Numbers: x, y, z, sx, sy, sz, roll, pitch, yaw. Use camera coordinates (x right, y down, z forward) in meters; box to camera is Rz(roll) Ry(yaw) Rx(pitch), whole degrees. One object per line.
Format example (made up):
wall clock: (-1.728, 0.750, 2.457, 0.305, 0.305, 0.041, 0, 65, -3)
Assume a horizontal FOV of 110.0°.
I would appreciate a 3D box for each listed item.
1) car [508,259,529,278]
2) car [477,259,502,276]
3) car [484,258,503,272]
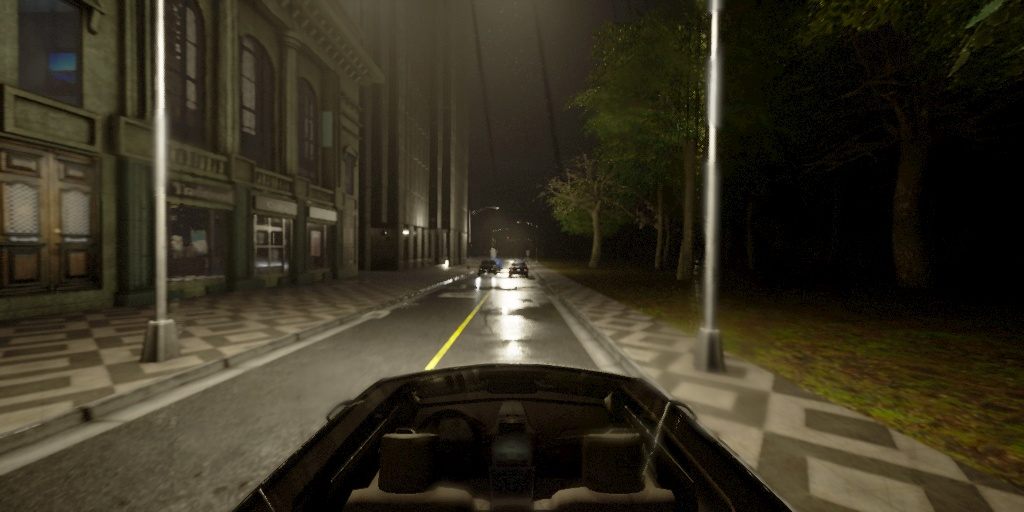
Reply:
car: (0.630, 1.243, 33.423, 2.033, 1.411, 5.357, 1, 0, 2)
car: (-2.370, 1.148, 36.473, 1.837, 1.490, 4.892, 1, 0, 1)
car: (-2.221, 1.110, 44.272, 1.882, 1.535, 5.008, 1, 0, 1)
